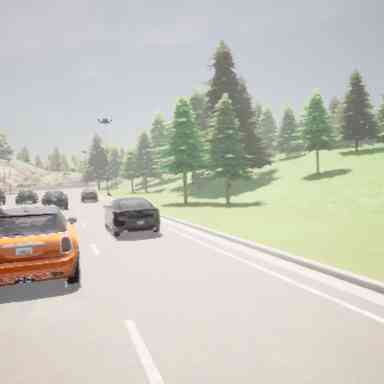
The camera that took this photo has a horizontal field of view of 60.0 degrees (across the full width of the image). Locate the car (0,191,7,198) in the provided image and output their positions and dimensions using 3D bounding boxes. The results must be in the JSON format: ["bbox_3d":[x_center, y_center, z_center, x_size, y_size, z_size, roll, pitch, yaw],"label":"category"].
[{"bbox_3d":[-11.124,1.084,17.105,2.097,1.767,4.553,-3,2,-21],"label":"car"}]

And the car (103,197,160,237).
[{"bbox_3d":[-2.881,0.978,15.172,1.882,1.535,5.008,-3,2,-21],"label":"car"}]

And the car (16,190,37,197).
[{"bbox_3d":[-20.429,0.498,41.265,2.097,1.767,4.553,-3,2,-21],"label":"car"}]

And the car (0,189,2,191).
[{"bbox_3d":[-23.496,0.560,39.302,2.150,2.045,5.566,-3,3,-20],"label":"car"}]

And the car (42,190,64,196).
[{"bbox_3d":[-12.332,0.632,29.974,2.097,1.767,4.553,-3,2,-21],"label":"car"}]

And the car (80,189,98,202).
[{"bbox_3d":[-12.502,0.387,40.157,2.128,1.511,4.902,-3,2,-21],"label":"car"}]

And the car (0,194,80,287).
[{"bbox_3d":[-4.108,1.152,8.615,2.097,1.767,4.553,-3,2,-21],"label":"car"}]
